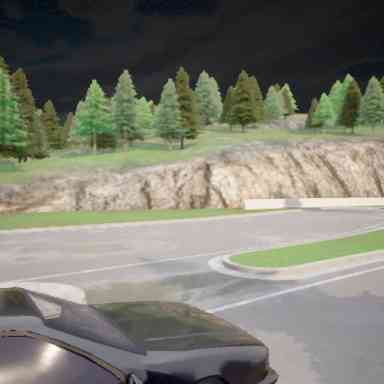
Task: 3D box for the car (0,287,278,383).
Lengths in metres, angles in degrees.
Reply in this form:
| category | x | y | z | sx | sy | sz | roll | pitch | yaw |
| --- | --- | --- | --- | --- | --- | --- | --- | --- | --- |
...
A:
| category | x | y | z | sx | sy | sz | roll | pitch | yaw |
| --- | --- | --- | --- | --- | --- | --- | --- | --- | --- |
| car | -1.763 | 1.547 | 2.488 | 5.357 | 1.411 | 2.033 | 0 | 0 | -35 |
